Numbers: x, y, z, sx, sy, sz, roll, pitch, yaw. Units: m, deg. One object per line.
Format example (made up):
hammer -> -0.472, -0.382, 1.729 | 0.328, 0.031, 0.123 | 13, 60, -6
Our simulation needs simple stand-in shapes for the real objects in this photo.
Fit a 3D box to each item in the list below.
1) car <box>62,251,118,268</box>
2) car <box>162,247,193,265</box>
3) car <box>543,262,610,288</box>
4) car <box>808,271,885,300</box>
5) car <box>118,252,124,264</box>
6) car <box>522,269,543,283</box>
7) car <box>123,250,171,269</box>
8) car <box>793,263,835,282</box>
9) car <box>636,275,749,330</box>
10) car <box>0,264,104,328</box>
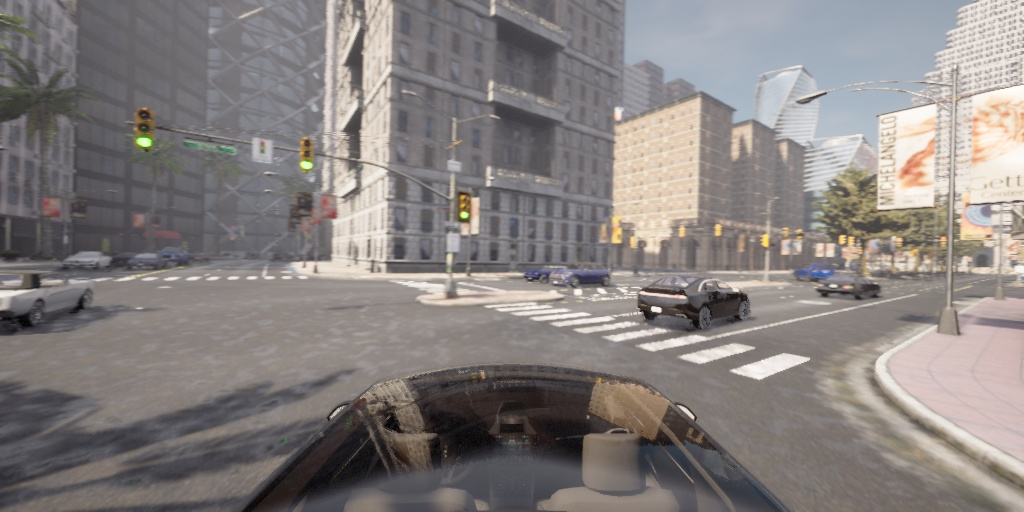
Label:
car -> -35.520, 0.346, 30.149 | 1.812, 1.442, 4.674 | 1, 0, -34
car -> -38.235, -0.030, 40.475 | 2.150, 2.045, 5.566 | 1, 0, -34
car -> 4.784, 1.224, 25.236 | 4.553, 1.767, 2.097 | 1, 0, -34
car -> 20.648, 1.833, 21.979 | 5.357, 1.411, 2.033 | 1, 0, -32
car -> -41.017, 0.277, 38.333 | 1.895, 1.301, 4.718 | 1, 0, -34
car -> 3.164, 1.430, 28.377 | 4.718, 1.301, 1.895 | 1, 0, -34
car -> -32.783, 0.417, 32.350 | 1.812, 1.442, 4.674 | 1, 0, -34
car -> 33.824, 1.849, 40.223 | 2.150, 2.045, 5.566 | 2, 0, 19
car -> 6.127, 1.399, 11.909 | 4.902, 1.511, 2.128 | 2, 0, -37
car -> -12.919, 1.013, 9.246 | 1.895, 1.301, 4.718 | 1, 0, -34
